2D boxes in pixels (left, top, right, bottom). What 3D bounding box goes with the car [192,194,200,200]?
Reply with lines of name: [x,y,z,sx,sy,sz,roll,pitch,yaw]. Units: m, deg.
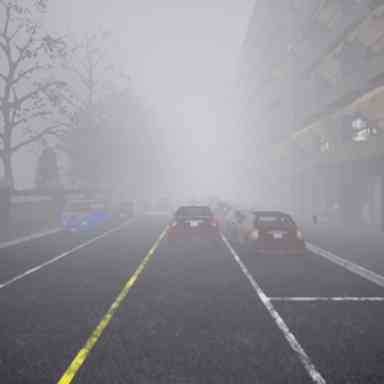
car: [0.919,1.225,81.437,1.882,1.535,5.008,0,0,0]

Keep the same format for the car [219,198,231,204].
car: [2.697,1.457,29.264,1.947,1.339,4.313,0,0,0]

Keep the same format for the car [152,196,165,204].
car: [-5.677,1.387,57.416,1.802,1.307,4.206,0,0,0]

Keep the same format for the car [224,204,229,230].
car: [2.695,1.514,18.003,1.802,1.307,4.206,0,0,0]

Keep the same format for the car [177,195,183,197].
car: [-2.981,0.906,79.182,2.033,1.411,5.357,0,0,0]

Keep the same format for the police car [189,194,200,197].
police car: [0.459,1.210,65.734,1.930,1.638,5.238,0,0,12]

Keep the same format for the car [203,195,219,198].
car: [2.700,1.294,40.523,1.967,1.590,4.097,0,0,0]

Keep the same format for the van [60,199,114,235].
van: [-5.686,1.273,18.004,1.690,1.788,3.998,0,0,0]

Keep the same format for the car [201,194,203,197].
car: [2.703,1.346,51.954,1.752,1.417,4.829,0,0,0]

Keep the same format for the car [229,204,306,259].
car: [2.693,1.393,12.372,1.967,1.590,4.097,0,0,0]

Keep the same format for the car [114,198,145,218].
car: [-5.683,1.457,29.266,1.947,1.339,4.313,0,0,0]

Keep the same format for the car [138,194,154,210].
car: [-5.680,1.169,40.525,2.192,1.841,5.009,0,0,0]

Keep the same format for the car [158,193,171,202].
car: [-5.674,1.092,68.678,2.192,1.841,5.009,0,0,0]

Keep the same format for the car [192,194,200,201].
car: [0.918,1.215,75.627,1.801,1.575,5.366,0,0,0]

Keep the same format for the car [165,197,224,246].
car: [0.094,1.294,15.193,2.097,1.767,4.553,0,0,0]

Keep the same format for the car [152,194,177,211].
car: [-3.088,1.340,37.854,1.882,1.535,5.008,0,0,0]

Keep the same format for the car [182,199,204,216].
car: [0.101,1.446,32.023,1.994,1.385,4.181,0,0,0]

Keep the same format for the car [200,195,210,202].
car: [2.706,1.343,68.677,1.947,1.339,4.313,0,0,0]
